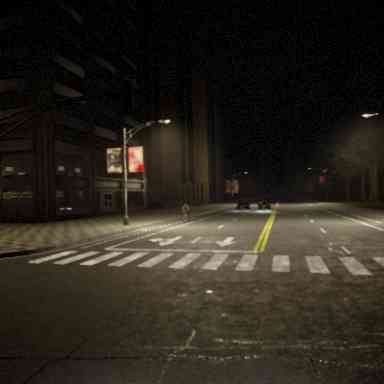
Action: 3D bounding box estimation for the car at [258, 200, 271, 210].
[{"bbox_3d":[11.336,1.975,52.062,2.128,1.511,4.902,-2,-1,15],"label":"car"}]

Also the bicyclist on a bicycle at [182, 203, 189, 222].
[{"bbox_3d":[-0.521,1.825,29.034,0.582,1.620,1.656,-2,-1,15],"label":"bicyclist on a bicycle"}]

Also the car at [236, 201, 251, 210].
[{"bbox_3d":[8.198,2.098,52.900,1.812,1.442,4.674,-2,-1,15],"label":"car"}]
